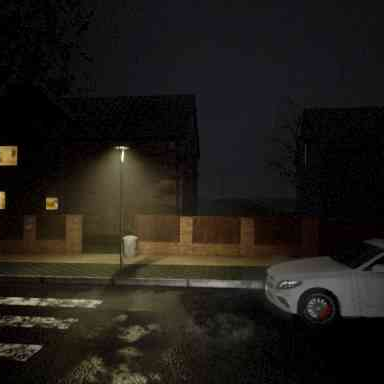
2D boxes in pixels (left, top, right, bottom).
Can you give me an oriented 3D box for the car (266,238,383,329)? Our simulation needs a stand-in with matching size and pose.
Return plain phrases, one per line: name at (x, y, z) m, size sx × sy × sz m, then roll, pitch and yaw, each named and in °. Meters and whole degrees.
car at (3.817, 1.644, 6.419) m, size 4.674 × 1.442 × 1.812 m, roll 0°, pitch -2°, yaw 7°
